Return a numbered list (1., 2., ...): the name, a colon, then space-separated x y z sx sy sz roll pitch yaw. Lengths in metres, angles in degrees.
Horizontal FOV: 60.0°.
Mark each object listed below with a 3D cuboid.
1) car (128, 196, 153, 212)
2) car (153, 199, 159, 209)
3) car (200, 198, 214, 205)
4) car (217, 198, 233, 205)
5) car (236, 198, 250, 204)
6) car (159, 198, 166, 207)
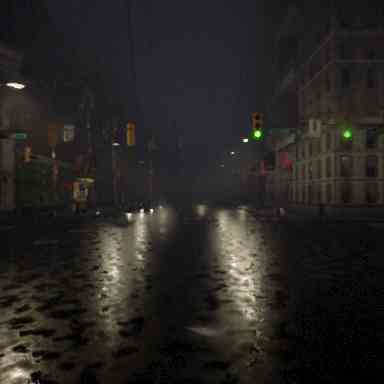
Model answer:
1. car: -7.038 1.583 44.643 2.150 2.045 5.566 0 0 0
2. car: -6.963 1.944 54.332 1.837 1.490 4.892 0 0 1
3. car: 3.350 2.118 73.483 1.812 1.442 4.674 0 0 22
4. car: 7.151 2.119 73.458 2.128 1.511 4.902 0 -1 25
5. car: 12.526 2.164 82.247 1.837 1.490 4.892 0 -1 41
6. car: -6.296 2.001 64.774 1.882 1.535 5.008 0 0 7
